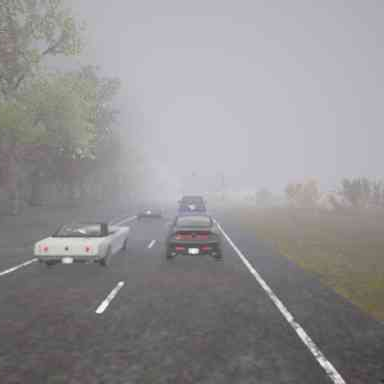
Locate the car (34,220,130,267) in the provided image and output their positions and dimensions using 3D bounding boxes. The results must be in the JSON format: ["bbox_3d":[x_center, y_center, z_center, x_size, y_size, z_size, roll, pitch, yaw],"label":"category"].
[{"bbox_3d":[-3.436,1.618,11.466,1.895,1.301,4.718,0,0,0],"label":"car"}]

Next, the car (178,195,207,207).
[{"bbox_3d":[0.065,1.262,26.912,2.150,2.045,5.566,0,0,1],"label":"car"}]

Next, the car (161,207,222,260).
[{"bbox_3d":[0.067,1.524,12.416,1.837,1.490,4.892,0,0,0],"label":"car"}]

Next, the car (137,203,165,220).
[{"bbox_3d":[-3.425,1.604,28.475,1.994,1.385,4.181,0,0,0],"label":"car"}]
